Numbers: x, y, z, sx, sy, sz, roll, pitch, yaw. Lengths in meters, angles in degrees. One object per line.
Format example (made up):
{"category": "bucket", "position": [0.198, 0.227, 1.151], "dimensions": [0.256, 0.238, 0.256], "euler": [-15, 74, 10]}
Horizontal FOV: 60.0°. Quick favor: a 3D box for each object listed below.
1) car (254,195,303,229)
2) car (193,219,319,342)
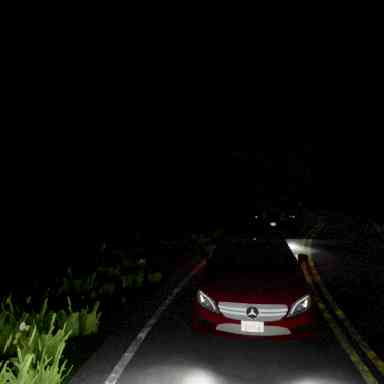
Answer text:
{"category": "car", "position": [5.011, 1.214, 18.910], "dimensions": [2.150, 2.045, 5.566], "euler": [-2, -1, 22]}
{"category": "car", "position": [1.231, 1.534, 6.725], "dimensions": [1.812, 1.442, 4.674], "euler": [-1, 0, 11]}
